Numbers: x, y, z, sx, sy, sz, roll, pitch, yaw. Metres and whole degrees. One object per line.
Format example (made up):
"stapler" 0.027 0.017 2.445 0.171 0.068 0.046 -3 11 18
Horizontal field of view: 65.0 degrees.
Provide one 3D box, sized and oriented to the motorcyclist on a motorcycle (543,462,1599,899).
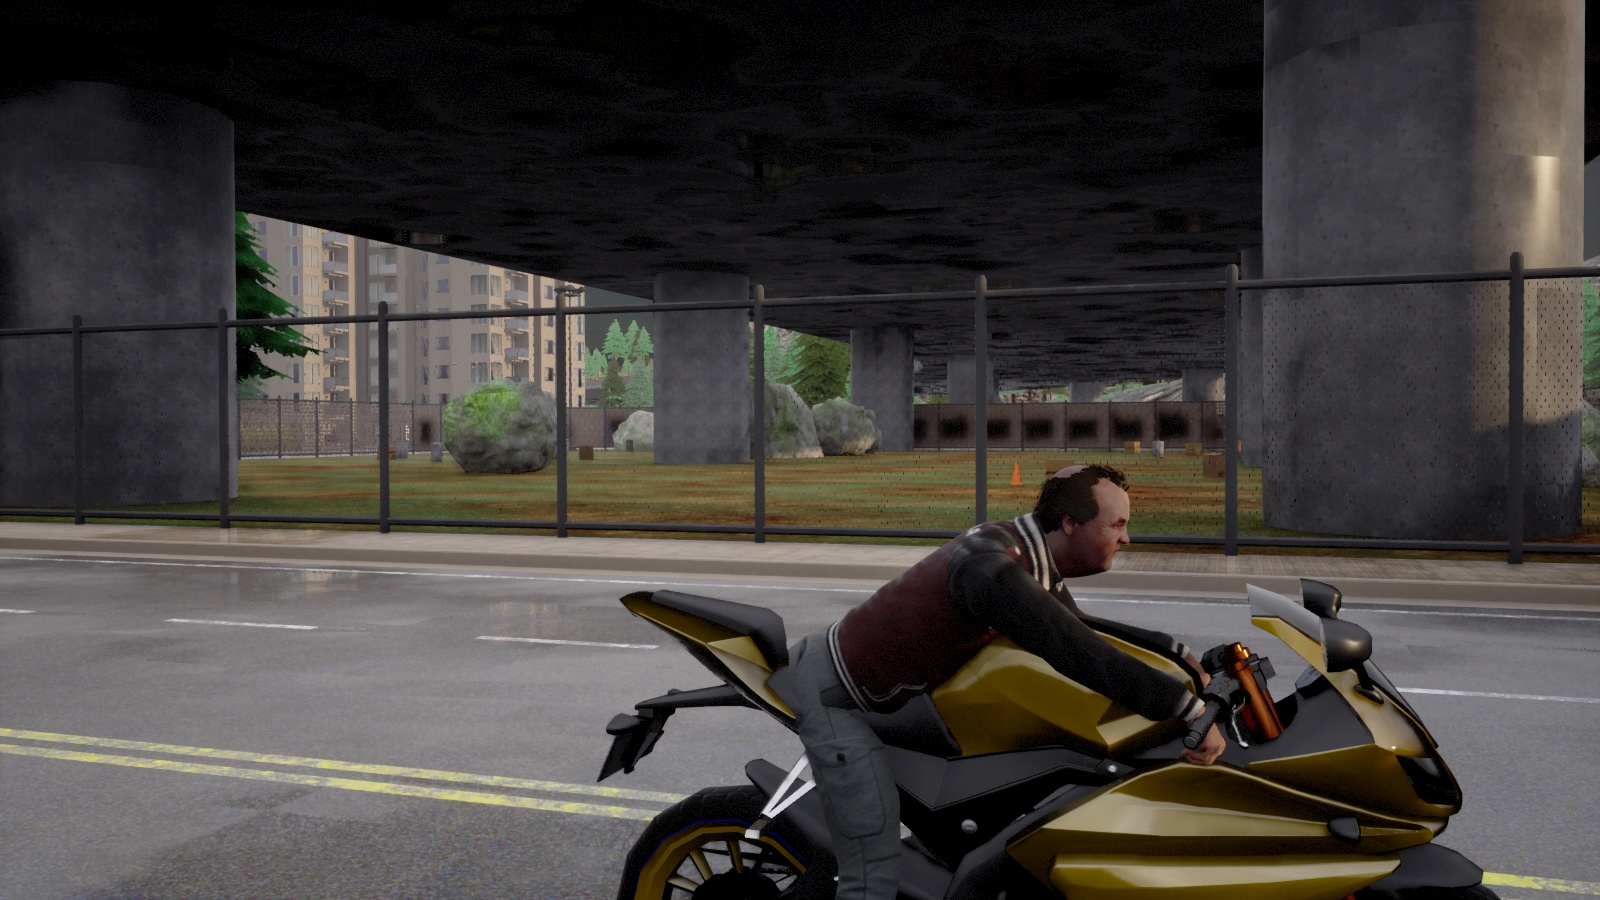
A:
"motorcyclist on a motorcycle" 0.575 0.816 3.000 2.191 1.530 0.866 1 1 19
